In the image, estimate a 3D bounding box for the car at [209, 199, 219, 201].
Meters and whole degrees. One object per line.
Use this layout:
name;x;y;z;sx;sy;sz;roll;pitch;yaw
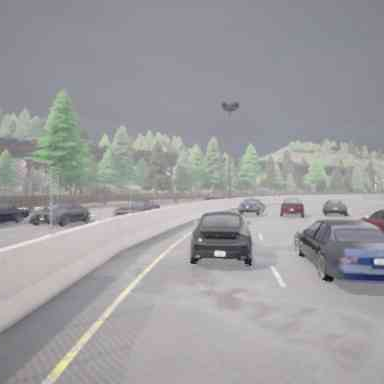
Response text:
car;3.789;1.114;58.789;1.895;1.301;4.718;1;1;33

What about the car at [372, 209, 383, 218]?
car;8.450;1.410;13.697;1.882;1.535;5.008;0;0;9

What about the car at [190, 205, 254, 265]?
car;1.043;1.411;11.431;1.837;1.490;4.892;0;0;7

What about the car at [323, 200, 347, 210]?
car;13.112;1.378;30.622;1.994;1.385;4.181;1;1;21

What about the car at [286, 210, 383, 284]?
car;4.266;1.491;9.476;2.033;1.411;5.357;0;1;7

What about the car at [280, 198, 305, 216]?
car;8.924;1.276;29.429;1.882;1.535;5.008;0;0;19

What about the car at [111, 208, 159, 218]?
car;-3.885;1.313;24.112;2.033;1.411;5.357;0;1;14

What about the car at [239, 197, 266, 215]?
car;5.521;1.316;30.455;2.033;1.411;5.357;0;1;19
